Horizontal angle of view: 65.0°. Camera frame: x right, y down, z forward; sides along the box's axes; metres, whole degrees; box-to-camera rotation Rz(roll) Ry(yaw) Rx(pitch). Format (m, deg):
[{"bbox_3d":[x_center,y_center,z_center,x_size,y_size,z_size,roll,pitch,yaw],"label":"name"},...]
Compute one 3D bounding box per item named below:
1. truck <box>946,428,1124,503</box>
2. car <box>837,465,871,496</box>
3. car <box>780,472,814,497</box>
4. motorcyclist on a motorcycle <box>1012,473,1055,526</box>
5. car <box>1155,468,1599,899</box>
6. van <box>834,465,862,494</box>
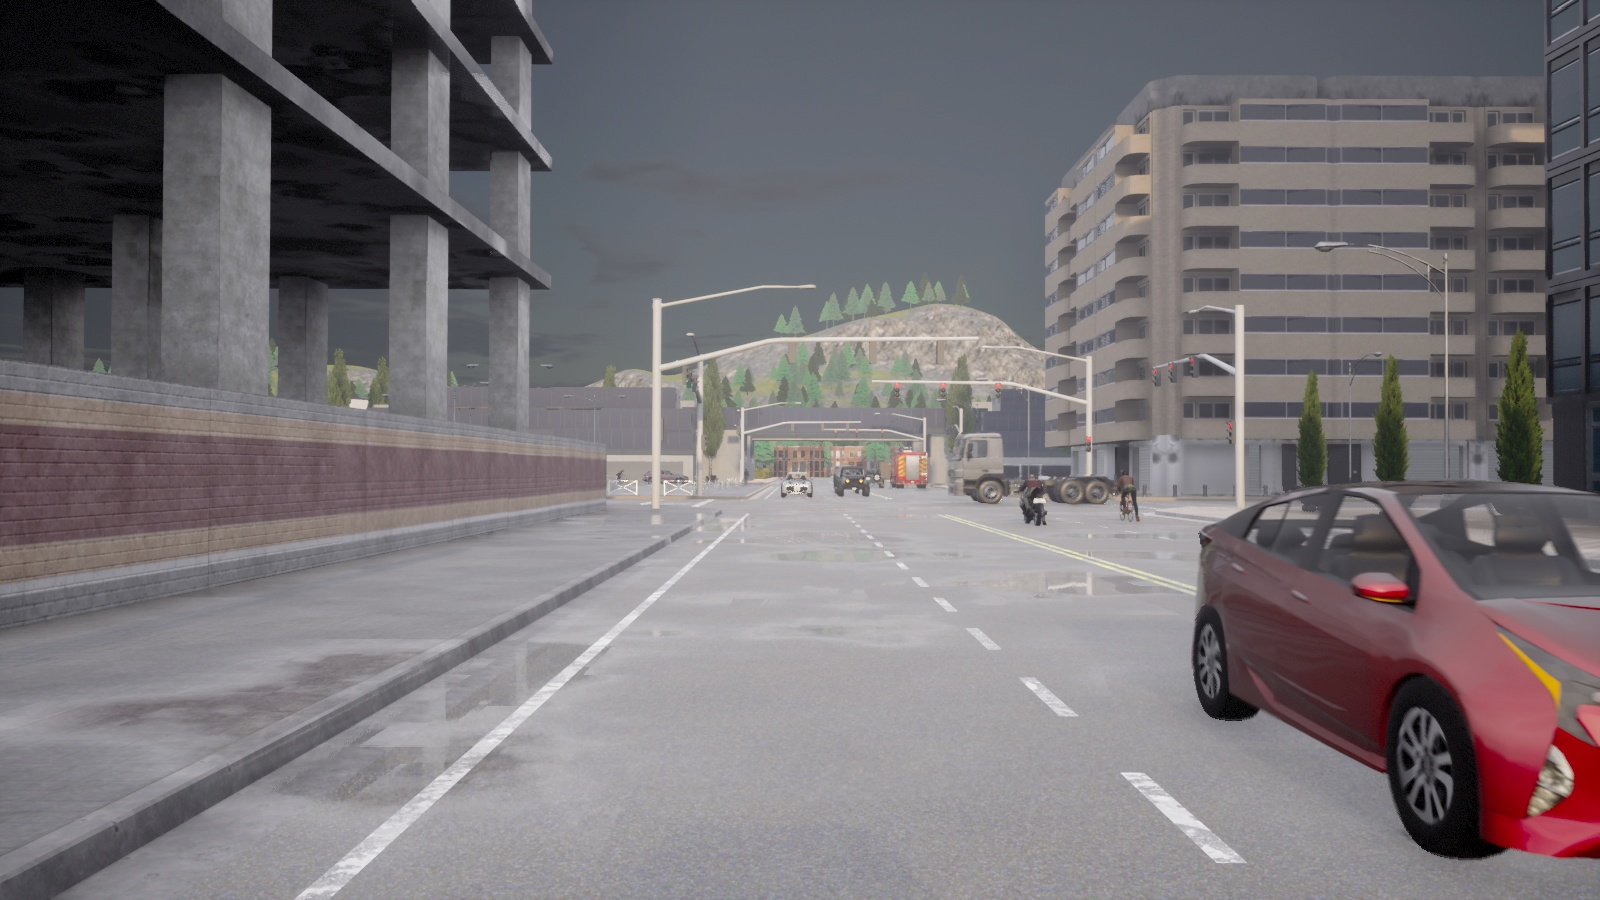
[{"bbox_3d":[11.111,0.764,59.883,7.936,3.462,2.891,0,-1,-1],"label":"truck"},{"bbox_3d":[3.317,1.907,78.188,1.905,1.878,3.866,0,-1,0],"label":"car"},{"bbox_3d":[-0.174,2.047,75.606,1.970,1.475,3.806,0,-1,0],"label":"car"},{"bbox_3d":[6.914,1.446,37.268,0.866,1.530,2.191,0,-1,0],"label":"motorcyclist on a motorcycle"},{"bbox_3d":[3.485,0.856,6.484,2.007,1.525,4.514,0,-1,0],"label":"car"},{"bbox_3d":[3.297,2.018,87.511,1.775,1.987,4.442,0,-1,0],"label":"van"}]
